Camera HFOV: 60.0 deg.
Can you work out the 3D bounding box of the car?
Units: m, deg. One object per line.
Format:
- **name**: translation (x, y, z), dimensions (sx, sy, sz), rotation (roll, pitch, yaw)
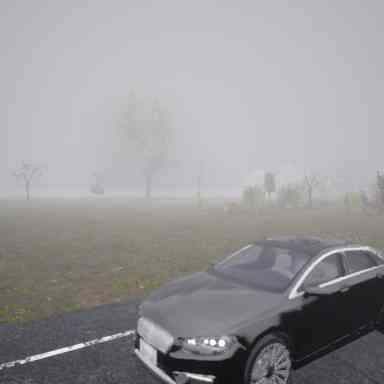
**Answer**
- **car**: translation (1.512, 1.489, 5.070), dimensions (4.902, 1.511, 2.128), rotation (0, 0, -35)
